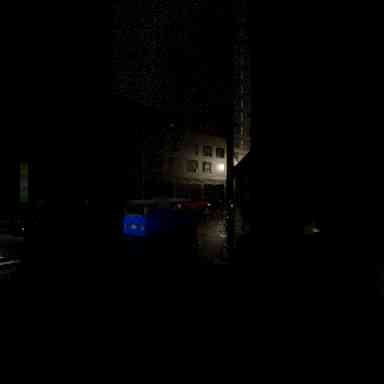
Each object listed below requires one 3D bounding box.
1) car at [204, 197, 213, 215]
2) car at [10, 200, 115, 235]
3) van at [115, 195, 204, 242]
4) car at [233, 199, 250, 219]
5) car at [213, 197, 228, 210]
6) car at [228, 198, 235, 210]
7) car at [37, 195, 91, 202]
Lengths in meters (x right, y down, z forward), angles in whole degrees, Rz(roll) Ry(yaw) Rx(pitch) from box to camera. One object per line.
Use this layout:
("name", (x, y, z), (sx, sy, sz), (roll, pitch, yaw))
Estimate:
("car", (-0.607, 1.062, 26.618), (2.097, 1.767, 4.553), (0, 1, 36))
("car", (-6.592, 1.383, 18.237), (2.033, 1.411, 5.357), (0, 1, 36))
("van", (-1.366, 1.208, 15.453), (1.690, 1.788, 3.998), (1, 1, 36))
("car", (5.151, 1.280, 24.585), (2.008, 1.369, 4.403), (1, 1, 36))
("car", (1.474, 1.167, 34.105), (1.947, 1.339, 4.313), (1, 2, 36))
("car", (5.396, 1.074, 35.010), (2.128, 1.511, 4.902), (0, 1, 36))
("car", (-8.304, 1.123, 20.406), (2.192, 1.841, 5.009), (1, 1, 36))
